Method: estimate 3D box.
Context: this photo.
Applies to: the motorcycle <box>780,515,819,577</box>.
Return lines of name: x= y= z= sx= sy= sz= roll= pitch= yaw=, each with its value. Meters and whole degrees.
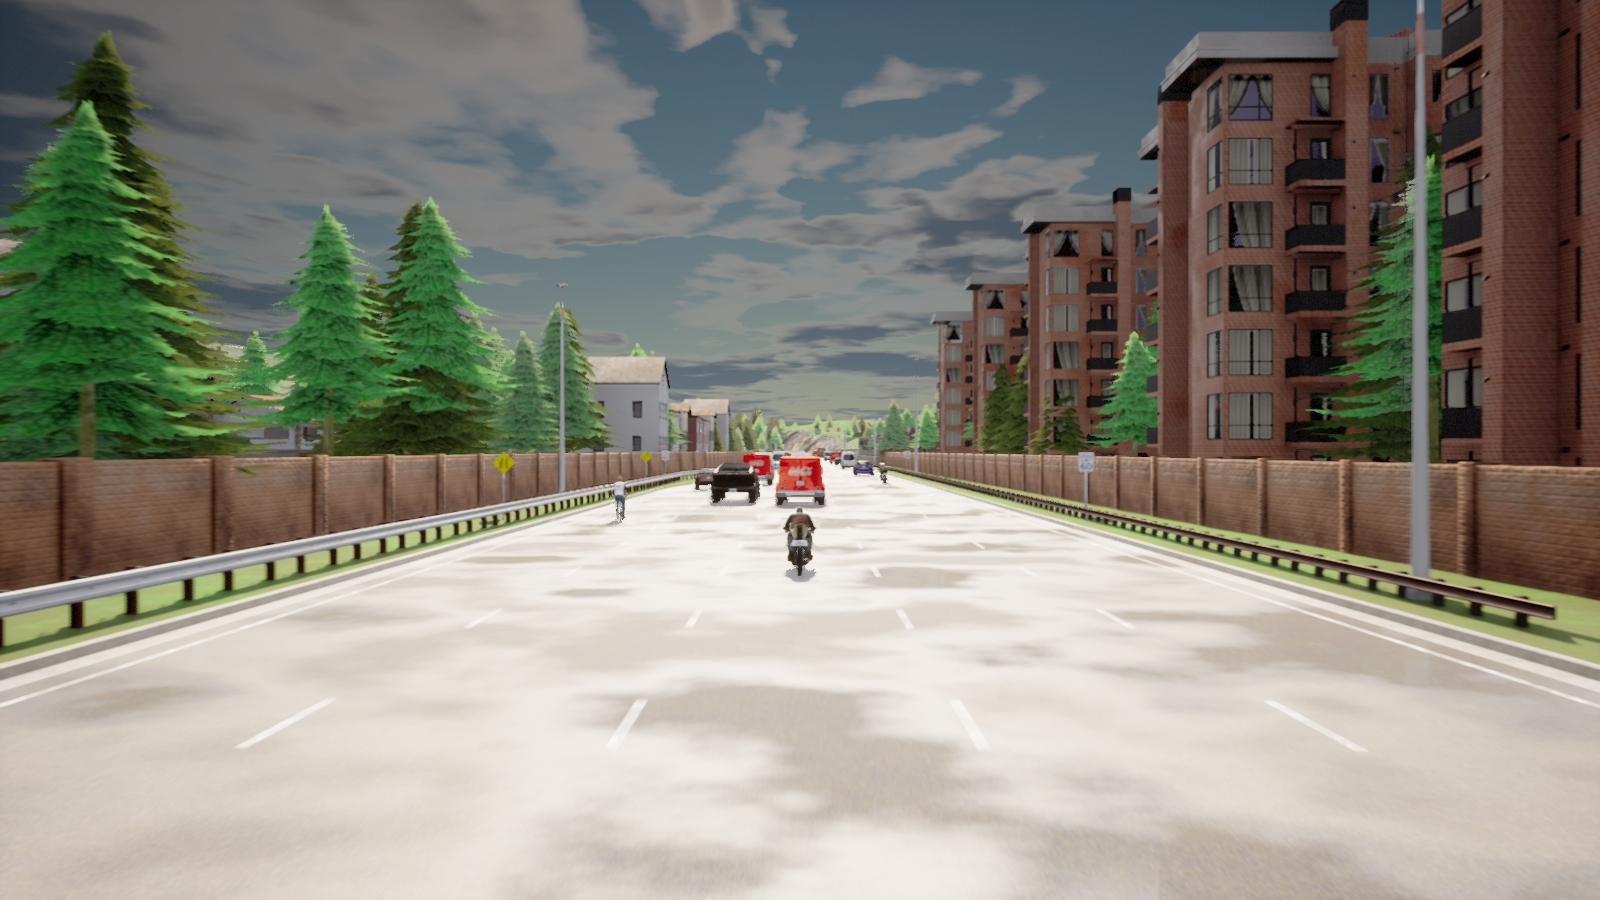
motorcycle: x=-0.006 y=2.205 z=26.502 sx=0.867 sy=1.251 sz=2.209 roll=0 pitch=0 yaw=0

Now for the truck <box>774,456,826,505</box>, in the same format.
truck: x=0.026 y=1.568 z=60.308 sx=2.627 sy=2.467 sz=5.204 roll=0 pitch=0 yaw=0

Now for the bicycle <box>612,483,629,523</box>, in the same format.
bicycle: x=-6.990 y=2.056 z=44.500 sx=0.373 sy=1.496 sz=1.643 roll=0 pitch=0 yaw=0

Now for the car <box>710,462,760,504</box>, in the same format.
car: x=-3.472 y=1.753 z=62.315 sx=2.390 sy=2.098 sz=6.274 roll=0 pitch=0 yaw=0
